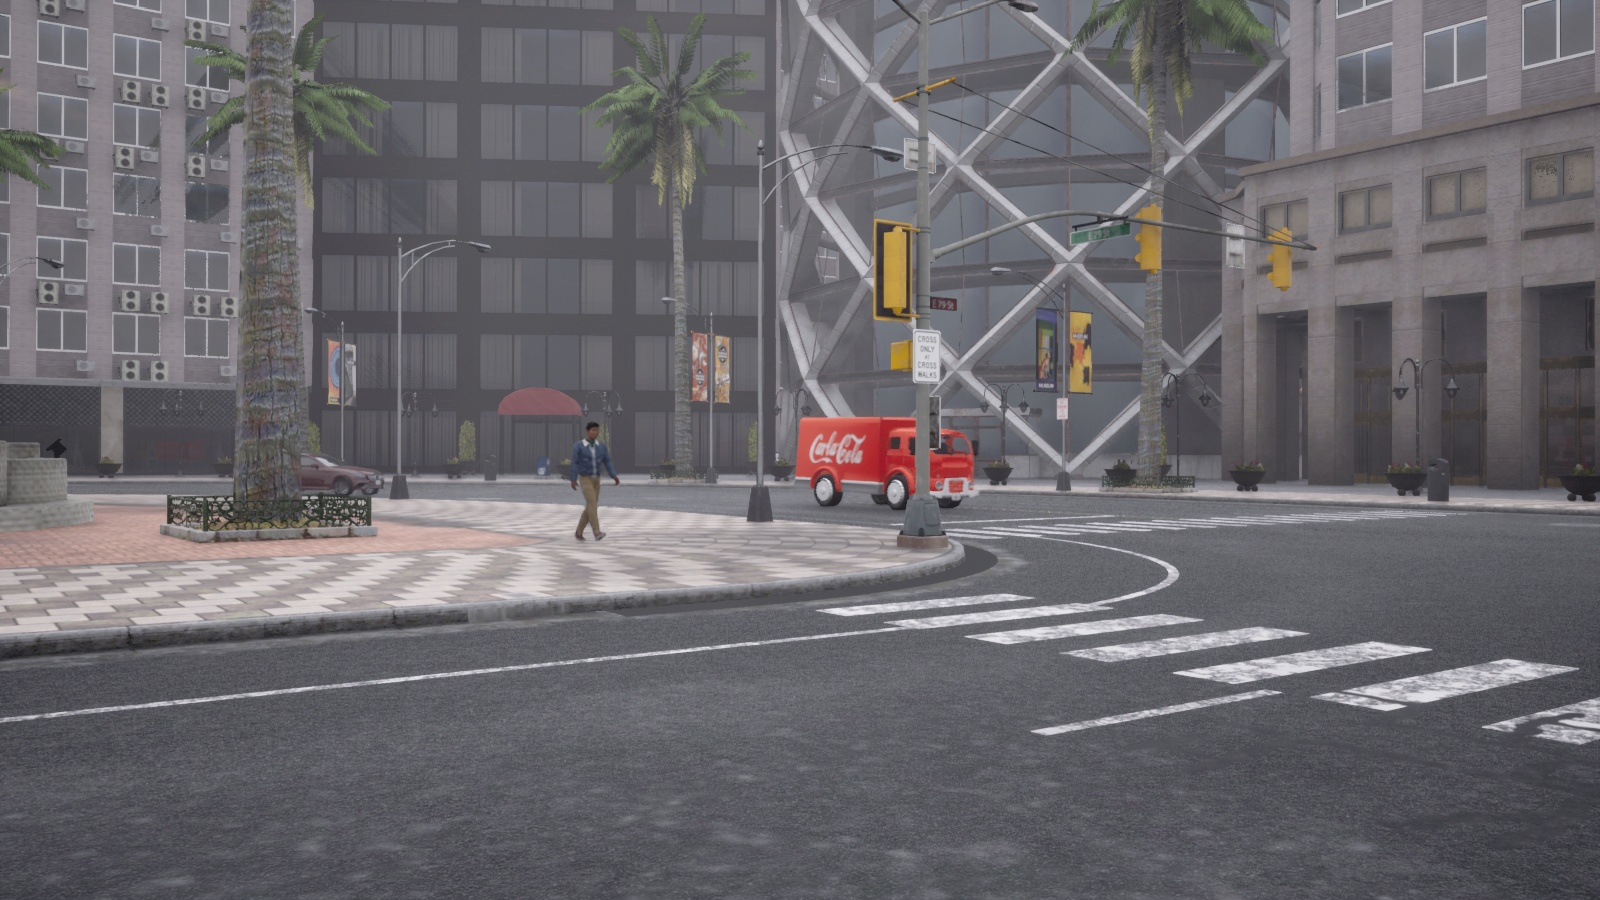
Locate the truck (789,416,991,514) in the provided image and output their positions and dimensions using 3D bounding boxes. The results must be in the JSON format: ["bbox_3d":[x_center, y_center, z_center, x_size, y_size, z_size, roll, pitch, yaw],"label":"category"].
[{"bbox_3d":[2.383,0.316,34.444,2.627,2.467,5.204,0,1,-40],"label":"truck"}]

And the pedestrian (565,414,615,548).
[{"bbox_3d":[-3.119,0.454,18.661,0.423,1.949,0.788,0,0,-36],"label":"pedestrian"}]

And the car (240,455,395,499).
[{"bbox_3d":[-16.372,0.910,42.663,4.674,1.442,1.812,0,0,12],"label":"car"}]
